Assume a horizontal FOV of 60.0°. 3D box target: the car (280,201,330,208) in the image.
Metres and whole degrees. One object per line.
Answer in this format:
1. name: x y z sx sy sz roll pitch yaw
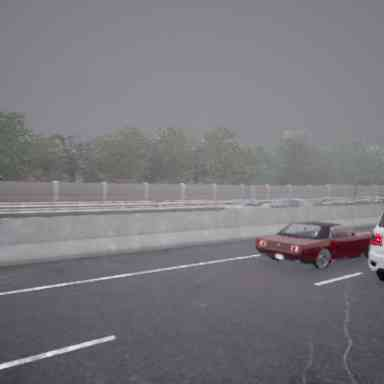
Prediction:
1. car: 10.016 1.524 27.994 5.008 1.535 1.882 0 0 -34

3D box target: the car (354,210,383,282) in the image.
1. car: 6.759 1.264 8.496 5.566 2.045 2.150 0 0 -35

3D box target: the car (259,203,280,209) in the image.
1. car: 9.284 1.587 31.736 5.357 1.411 2.033 0 0 -34

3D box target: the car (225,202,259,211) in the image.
1. car: 5.605 1.638 33.463 4.718 1.301 1.895 0 0 -34

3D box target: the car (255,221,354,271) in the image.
1. car: 4.418 1.639 11.131 4.718 1.301 1.895 0 0 -35
